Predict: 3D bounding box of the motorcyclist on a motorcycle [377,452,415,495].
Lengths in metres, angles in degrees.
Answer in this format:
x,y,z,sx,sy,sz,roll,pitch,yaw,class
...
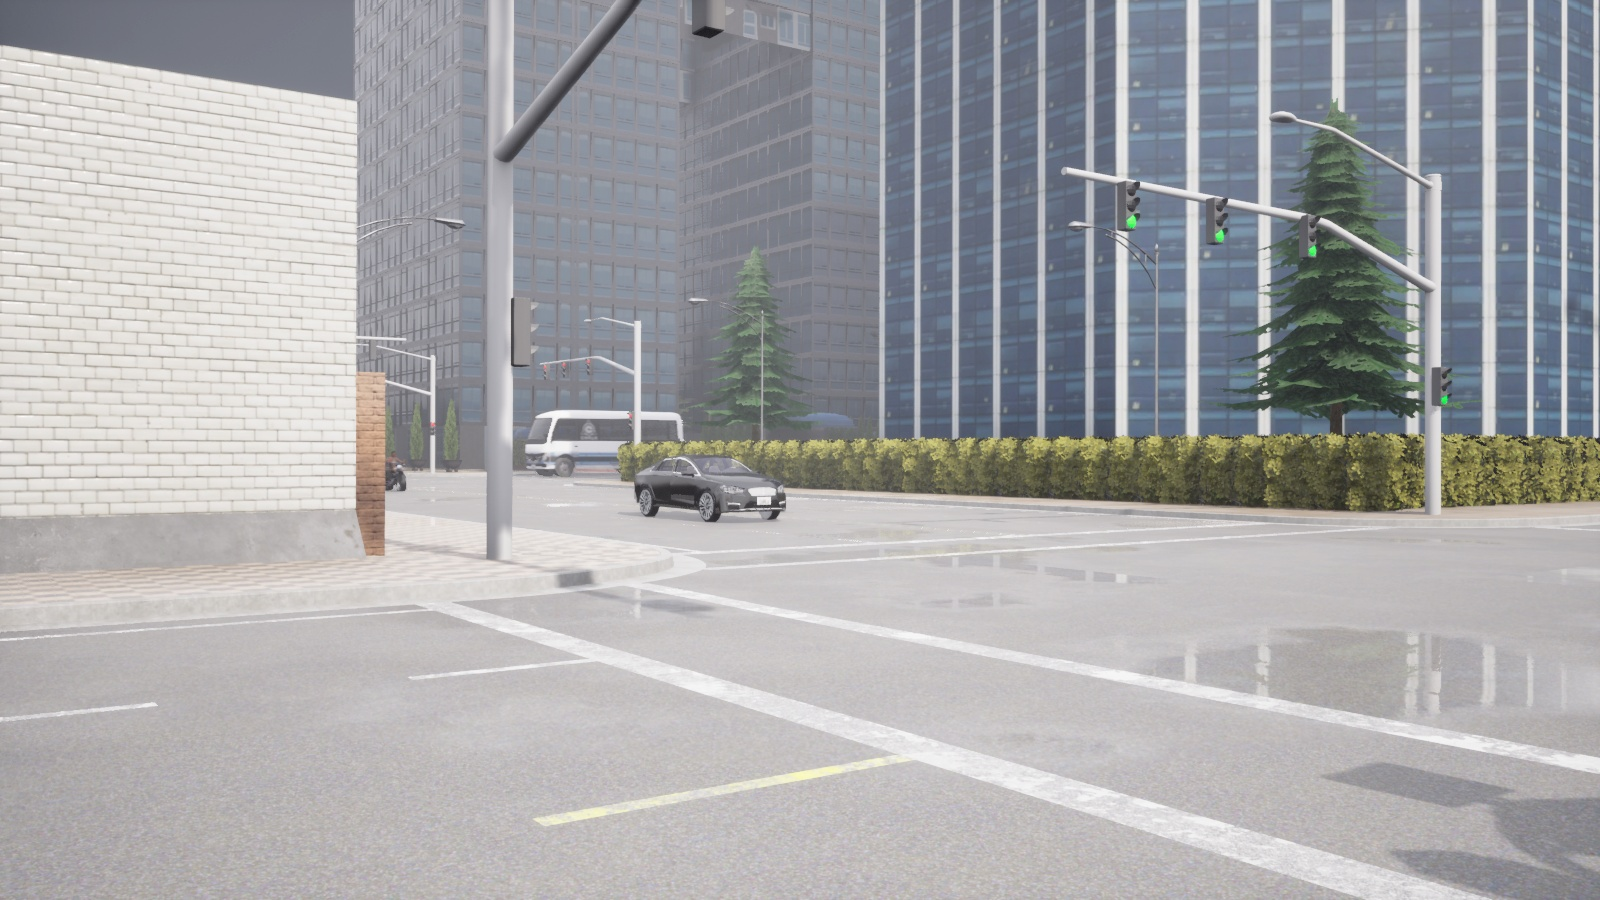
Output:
x,y,z,sx,sy,sz,roll,pitch,yaw,class
-15.829,0.904,49.170,0.766,1.649,2.350,0,0,-35,motorcyclist on a motorcycle

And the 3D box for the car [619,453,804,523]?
x,y,z,sx,sy,sz,roll,pitch,yaw,class
-2.194,0.834,29.697,2.128,1.511,4.902,0,0,-35,car

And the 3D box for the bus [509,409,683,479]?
x,y,z,sx,sy,sz,roll,pitch,yaw,class
-12.997,-0.352,80.550,10.273,4.253,3.944,0,0,-35,bus
